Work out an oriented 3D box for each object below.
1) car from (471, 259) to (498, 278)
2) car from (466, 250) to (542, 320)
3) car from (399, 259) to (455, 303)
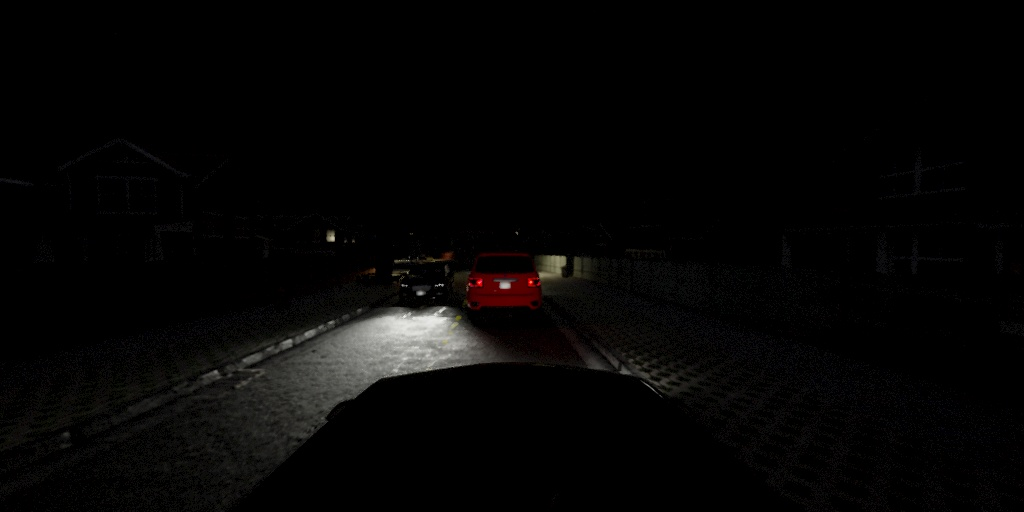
[{"bbox_3d":[-2.364,0.986,29.687,1.895,1.301,4.718,0,1,-9],"label":"car"},{"bbox_3d":[-0.324,0.830,12.122,2.150,2.045,5.566,0,1,-3],"label":"car"},{"bbox_3d":[-3.521,1.062,15.468,2.128,1.511,4.902,0,1,-5],"label":"car"}]
